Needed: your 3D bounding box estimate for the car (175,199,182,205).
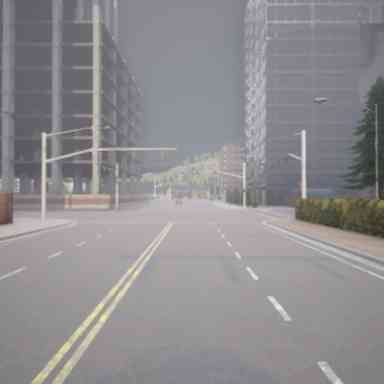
[{"bbox_3d":[-3.448,2.629,84.851,2.128,1.511,4.902,0,-1,0],"label":"car"}]
